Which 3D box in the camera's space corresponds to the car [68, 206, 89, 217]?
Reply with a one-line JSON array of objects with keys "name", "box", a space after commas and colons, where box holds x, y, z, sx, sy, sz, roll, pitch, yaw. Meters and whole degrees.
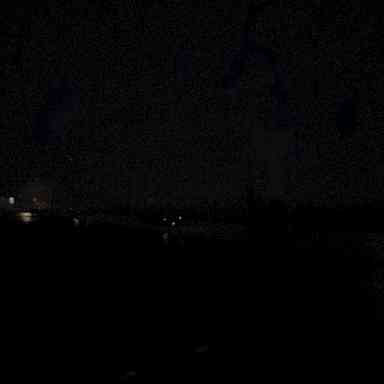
[{"name": "car", "box": [-16.050, 2.727, 46.922, 1.837, 1.490, 4.892, -3, 0, -35]}]

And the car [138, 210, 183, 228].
[{"name": "car", "box": [-2.760, 2.238, 28.071, 1.895, 1.301, 4.718, -3, 0, -35]}]
